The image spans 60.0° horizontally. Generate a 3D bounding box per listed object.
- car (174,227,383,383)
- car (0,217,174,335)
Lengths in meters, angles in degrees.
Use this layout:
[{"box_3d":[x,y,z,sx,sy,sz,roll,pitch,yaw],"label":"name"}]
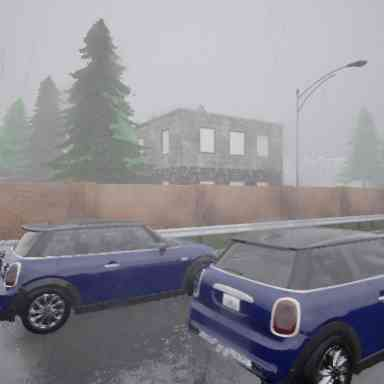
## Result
[{"box_3d":[2.250,1.351,5.176,4.553,1.767,2.097,0,0,-33],"label":"car"},{"box_3d":[-1.477,1.351,6.924,4.553,1.767,2.097,0,0,-33],"label":"car"}]
